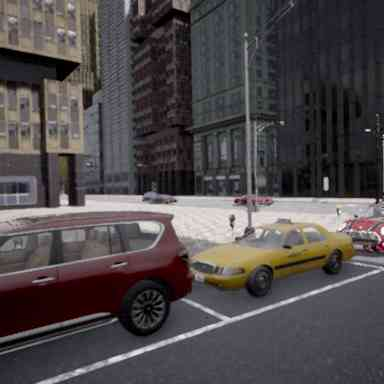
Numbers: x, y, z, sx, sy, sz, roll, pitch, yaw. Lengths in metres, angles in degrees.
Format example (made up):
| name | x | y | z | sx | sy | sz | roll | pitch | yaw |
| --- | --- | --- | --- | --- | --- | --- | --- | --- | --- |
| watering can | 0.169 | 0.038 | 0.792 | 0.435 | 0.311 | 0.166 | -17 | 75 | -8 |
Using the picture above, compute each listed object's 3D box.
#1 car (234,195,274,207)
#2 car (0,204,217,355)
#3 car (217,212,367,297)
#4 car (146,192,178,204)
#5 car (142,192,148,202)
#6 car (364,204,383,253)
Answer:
| name | x | y | z | sx | sy | sz | roll | pitch | yaw |
| --- | --- | --- | --- | --- | --- | --- | --- | --- | --- |
| car | 6.960 | 0.985 | 37.749 | 1.895 | 1.301 | 4.718 | -2 | 1 | -36 |
| car | -2.309 | 1.294 | 5.009 | 5.009 | 1.841 | 2.192 | -2 | 1 | -36 |
| car | 2.109 | 1.364 | 8.175 | 4.829 | 1.417 | 1.752 | -2 | 1 | -36 |
| car | -4.065 | 1.081 | 47.594 | 2.033 | 1.411 | 5.357 | -2 | 1 | -35 |
| car | -6.686 | 0.816 | 56.941 | 2.097 | 1.767 | 4.553 | -2 | 1 | -35 |
| car | 6.797 | 1.129 | 11.535 | 4.097 | 1.590 | 1.967 | -2 | 1 | -36 |
